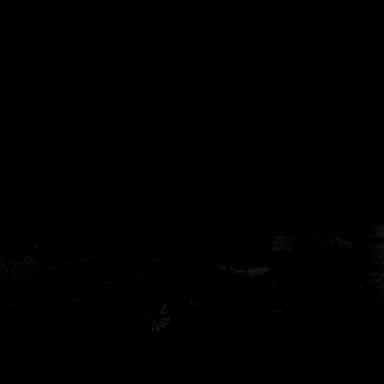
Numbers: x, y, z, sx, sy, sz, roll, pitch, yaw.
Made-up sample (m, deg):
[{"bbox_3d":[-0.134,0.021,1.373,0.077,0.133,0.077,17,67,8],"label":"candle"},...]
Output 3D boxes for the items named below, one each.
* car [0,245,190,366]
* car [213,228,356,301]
[{"bbox_3d":[-2.032,1.566,5.087,4.313,1.339,1.947,0,0,-35],"label":"car"},{"bbox_3d":[2.448,1.582,8.280,4.206,1.307,1.802,0,0,-35],"label":"car"}]
